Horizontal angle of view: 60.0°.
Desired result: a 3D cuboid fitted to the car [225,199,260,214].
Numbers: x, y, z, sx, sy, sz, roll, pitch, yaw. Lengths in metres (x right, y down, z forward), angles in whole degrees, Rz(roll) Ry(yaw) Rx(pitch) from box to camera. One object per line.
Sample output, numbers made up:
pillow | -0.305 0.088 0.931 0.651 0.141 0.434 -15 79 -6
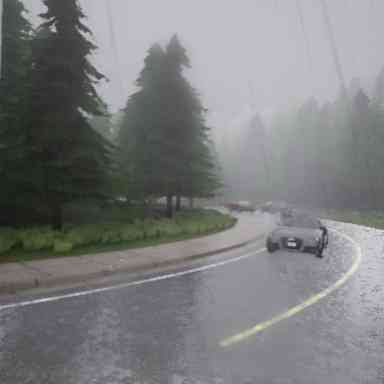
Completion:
car | 6.087 1.765 40.896 1.882 1.535 5.008 2 0 -14

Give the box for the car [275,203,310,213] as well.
car | 7.798 1.852 24.533 2.033 1.411 5.357 2 0 5

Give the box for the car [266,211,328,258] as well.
car | 4.457 1.729 13.707 1.994 1.385 4.181 2 0 26

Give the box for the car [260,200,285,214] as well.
car | 9.854 1.766 40.276 2.097 1.767 4.553 2 0 -11

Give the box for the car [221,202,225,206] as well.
car | 6.313 1.794 49.535 1.882 1.535 5.008 2 0 -31
